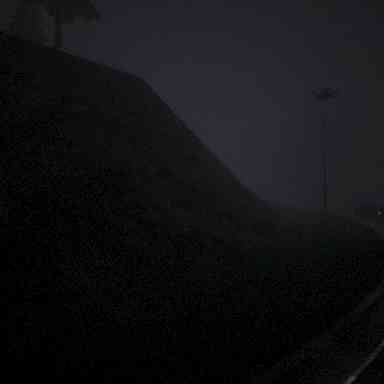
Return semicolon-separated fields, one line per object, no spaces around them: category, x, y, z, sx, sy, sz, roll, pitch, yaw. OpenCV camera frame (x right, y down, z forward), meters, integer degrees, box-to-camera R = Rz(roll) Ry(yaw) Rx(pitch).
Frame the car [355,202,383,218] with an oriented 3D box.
car;16.867;1.656;31.381;1.812;1.442;4.674;0;0;11
